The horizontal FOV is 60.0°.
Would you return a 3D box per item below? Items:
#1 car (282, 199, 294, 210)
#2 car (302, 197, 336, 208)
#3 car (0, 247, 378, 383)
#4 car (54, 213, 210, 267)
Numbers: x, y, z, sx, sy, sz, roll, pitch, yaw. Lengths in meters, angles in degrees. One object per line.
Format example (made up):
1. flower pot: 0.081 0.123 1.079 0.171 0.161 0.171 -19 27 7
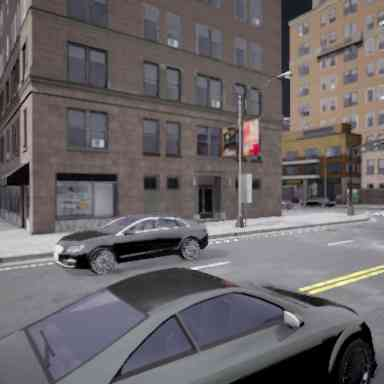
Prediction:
1. car: 9.458 1.185 37.525 1.967 1.590 4.097 0 0 -35
2. car: 16.017 1.277 42.150 1.947 1.339 4.313 0 0 -35
3. car: 0.113 1.547 3.522 4.181 1.385 1.994 -1 0 -35
4. car: -1.691 1.456 10.456 4.902 1.511 2.128 0 0 -35
